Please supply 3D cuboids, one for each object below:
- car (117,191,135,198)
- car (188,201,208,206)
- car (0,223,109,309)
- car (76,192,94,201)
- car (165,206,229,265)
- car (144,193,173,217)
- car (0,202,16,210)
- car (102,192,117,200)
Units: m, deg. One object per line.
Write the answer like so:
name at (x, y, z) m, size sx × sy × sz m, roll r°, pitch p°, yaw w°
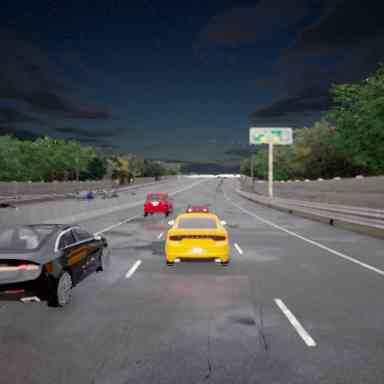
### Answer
car at (-12.263, 0.605, 63.613) m, size 2.097 × 1.767 × 4.553 m, roll 0°, pitch 1°, yaw 4°
car at (0.512, 1.499, 29.800) m, size 1.895 × 1.301 × 4.718 m, roll 0°, pitch 1°, yaw 1°
car at (-3.354, 1.485, 7.847) m, size 2.128 × 1.511 × 4.902 m, roll 0°, pitch 0°, yaw 0°
car at (-19.433, 0.807, 60.527) m, size 1.882 × 1.535 × 5.008 m, roll 0°, pitch 2°, yaw 3°
car at (0.180, 1.470, 11.683) m, size 1.882 × 1.535 × 5.008 m, roll 0°, pitch 0°, yaw 1°
car at (-2.978, 1.113, 30.186) m, size 2.150 × 2.045 × 5.566 m, roll 0°, pitch 1°, yaw 1°
car at (-13.851, 1.454, 22.603) m, size 1.837 × 1.490 × 4.892 m, roll 0°, pitch 0°, yaw 1°
car at (-15.726, 0.783, 64.170) m, size 2.033 × 1.411 × 5.357 m, roll 0°, pitch 1°, yaw 3°
